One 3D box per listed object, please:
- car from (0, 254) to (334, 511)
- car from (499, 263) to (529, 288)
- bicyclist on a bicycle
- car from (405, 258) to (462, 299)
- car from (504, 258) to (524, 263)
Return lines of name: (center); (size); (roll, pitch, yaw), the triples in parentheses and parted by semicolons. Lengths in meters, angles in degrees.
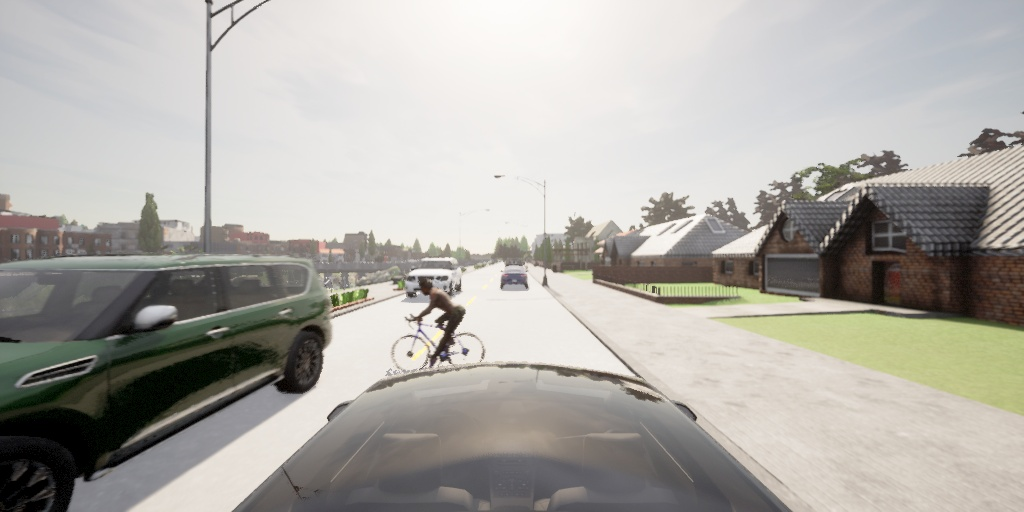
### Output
car: (-4.103, 0.987, 3.841); (2.150, 2.045, 5.566); (0, 0, 0)
car: (0.160, 1.450, 25.455); (1.812, 1.442, 4.674); (0, 0, 0)
bicyclist on a bicycle: (-1.311, 1.234, 6.266); (1.656, 1.620, 0.582); (-2, 0, 0)
car: (-4.050, 1.105, 19.503); (2.150, 2.045, 5.566); (0, -1, 0)
car: (0.204, 1.273, 42.398); (2.150, 2.045, 5.566); (0, 0, 0)
